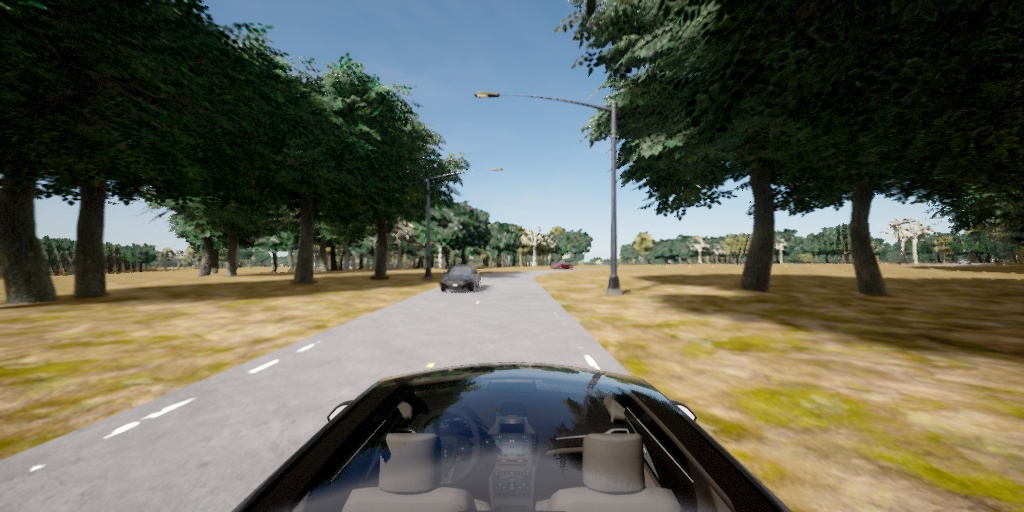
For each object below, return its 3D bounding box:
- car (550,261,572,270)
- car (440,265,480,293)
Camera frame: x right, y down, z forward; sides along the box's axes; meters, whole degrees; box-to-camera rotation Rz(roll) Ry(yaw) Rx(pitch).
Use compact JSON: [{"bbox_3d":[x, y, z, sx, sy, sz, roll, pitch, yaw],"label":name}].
[{"bbox_3d":[8.704,1.697,63.135,1.882,1.535,5.008,-2,-1,42],"label":"car"},{"bbox_3d":[-3.074,1.319,21.910,1.882,1.535,5.008,0,0,0],"label":"car"}]
